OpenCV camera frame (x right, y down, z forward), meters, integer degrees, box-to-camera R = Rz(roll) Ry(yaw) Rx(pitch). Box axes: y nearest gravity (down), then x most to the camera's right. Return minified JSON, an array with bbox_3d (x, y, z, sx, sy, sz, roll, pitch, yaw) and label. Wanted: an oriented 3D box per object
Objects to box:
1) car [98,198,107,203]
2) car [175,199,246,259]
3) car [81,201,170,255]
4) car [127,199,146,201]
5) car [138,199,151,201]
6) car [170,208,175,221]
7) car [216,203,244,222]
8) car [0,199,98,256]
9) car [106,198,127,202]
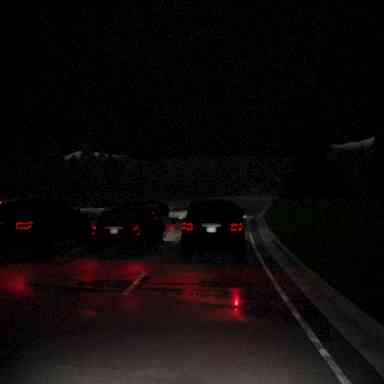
[{"bbox_3d":[-13.849,1.709,51.727,2.128,1.511,4.902,0,0,15],"label":"car"},{"bbox_3d":[0.926,1.286,13.182,2.150,2.045,5.566,0,0,7],"label":"car"},{"bbox_3d":[-2.501,1.412,13.806,2.097,1.767,4.553,0,0,7],"label":"car"},{"bbox_3d":[-7.202,1.765,49.522,2.033,1.411,5.357,0,0,15],"label":"car"},{"bbox_3d":[-3.378,1.662,30.747,1.812,1.442,4.674,0,0,12],"label":"car"},{"bbox_3d":[-0.445,1.729,27.859,1.895,1.301,4.718,0,0,11],"label":"car"},{"bbox_3d":[3.419,1.705,29.138,1.994,1.385,4.181,0,0,12],"label":"car"},{"bbox_3d":[-6.072,1.276,13.538,2.150,2.045,5.566,0,0,7],"label":"car"},{"bbox_3d":[-10.612,1.740,50.300,1.812,1.442,4.674,0,0,15],"label":"car"}]
